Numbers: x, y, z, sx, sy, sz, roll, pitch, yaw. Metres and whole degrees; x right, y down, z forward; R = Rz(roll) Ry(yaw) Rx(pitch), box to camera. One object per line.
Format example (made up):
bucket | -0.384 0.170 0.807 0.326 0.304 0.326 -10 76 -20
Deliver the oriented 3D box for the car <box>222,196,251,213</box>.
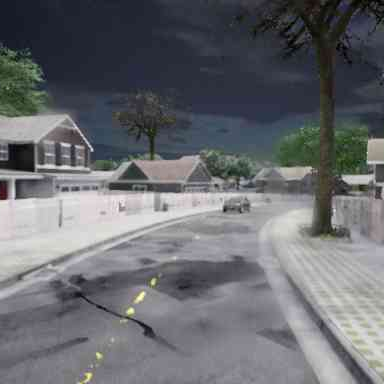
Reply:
car | 4.382 1.195 32.151 1.837 1.490 4.892 1 0 24
